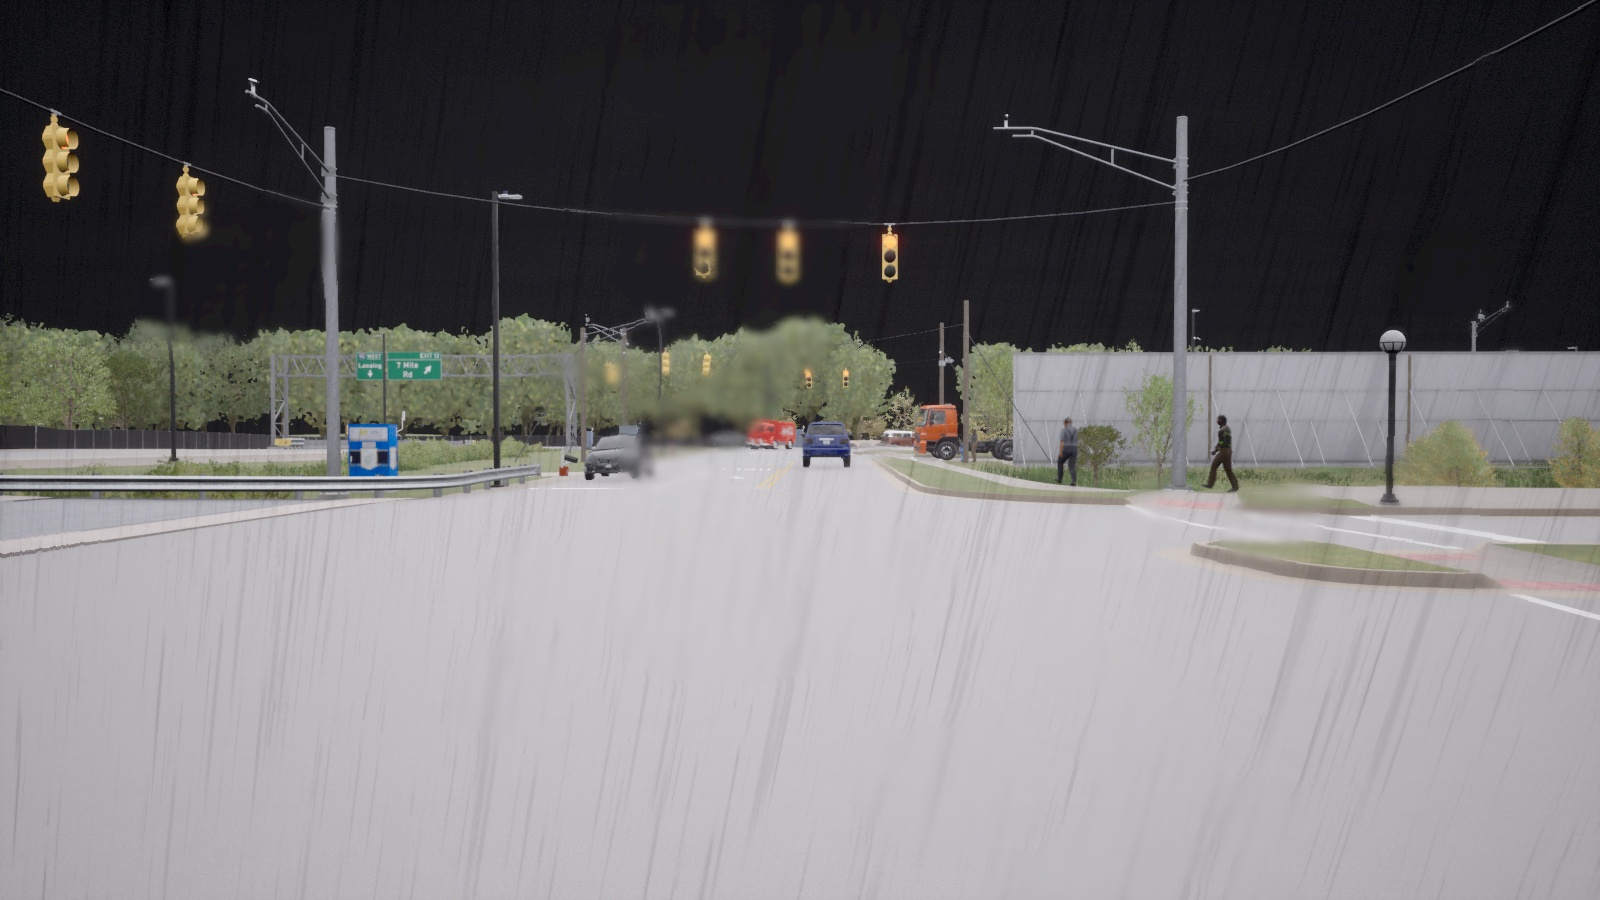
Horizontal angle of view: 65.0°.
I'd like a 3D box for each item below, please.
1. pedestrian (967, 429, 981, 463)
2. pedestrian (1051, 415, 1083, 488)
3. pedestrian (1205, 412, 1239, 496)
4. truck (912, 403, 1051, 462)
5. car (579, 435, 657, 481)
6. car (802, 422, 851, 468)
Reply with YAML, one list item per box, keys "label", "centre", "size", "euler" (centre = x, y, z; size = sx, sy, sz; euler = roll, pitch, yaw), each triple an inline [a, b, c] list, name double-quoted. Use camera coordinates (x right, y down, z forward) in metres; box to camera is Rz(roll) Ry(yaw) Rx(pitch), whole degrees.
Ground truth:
- label: "pedestrian"
  centre: [9.510, -0.242, 68.774]
  size: [0.694, 1.848, 0.540]
  euler: [0, 2, 1]
- label: "pedestrian"
  centre: [6.870, 0.022, 32.341]
  size: [0.540, 1.848, 0.694]
  euler: [0, 2, -15]
- label: "pedestrian"
  centre: [9.846, 0.084, 29.304]
  size: [0.692, 1.930, 0.395]
  euler: [1, 2, 27]
- label: "truck"
  centre: [11.120, -1.089, 77.375]
  size: [7.936, 3.462, 2.891]
  euler: [1, 2, -4]
- label: "car"
  centre: [-6.145, 0.232, 42.979]
  size: [1.837, 1.490, 4.892]
  euler: [0, 1, 1]
- label: "car"
  centre: [1.248, -0.280, 58.529]
  size: [2.150, 2.045, 5.566]
  euler: [0, 1, 1]
